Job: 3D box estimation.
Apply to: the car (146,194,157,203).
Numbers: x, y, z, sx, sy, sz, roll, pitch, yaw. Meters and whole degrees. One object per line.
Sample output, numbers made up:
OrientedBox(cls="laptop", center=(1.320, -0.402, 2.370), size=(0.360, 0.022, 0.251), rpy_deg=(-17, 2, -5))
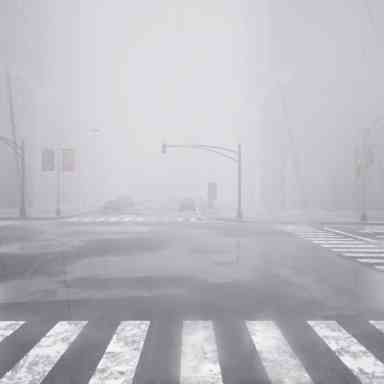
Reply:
OrientedBox(cls="car", center=(-9.261, 1.669, 71.459), size=(1.802, 1.307, 4.206), rpy_deg=(0, 0, 0))

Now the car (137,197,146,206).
OrientedBox(cls="car", center=(-9.174, 1.570, 55.011), size=(1.752, 1.417, 4.829), rpy_deg=(0, 0, 0))

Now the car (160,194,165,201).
OrientedBox(cls="car", center=(-9.376, 1.696, 93.162), size=(1.887, 1.381, 4.507), rpy_deg=(0, 0, 0))

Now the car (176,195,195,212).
OrientedBox(cls="car", center=(-0.564, 1.448, 38.946), size=(1.967, 1.590, 4.097), rpy_deg=(0, 0, 0))

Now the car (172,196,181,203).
OrientedBox(cls="car", center=(-3.518, 1.651, 75.798), size=(1.994, 1.385, 4.181), rpy_deg=(0, 0, 0))

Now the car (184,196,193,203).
OrientedBox(cls="car", center=(-0.737, 1.612, 71.665), size=(1.752, 1.417, 4.829), rpy_deg=(0, 0, 0))

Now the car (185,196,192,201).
OrientedBox(cls="car", center=(-0.852, 1.696, 93.195), size=(1.887, 1.381, 4.507), rpy_deg=(0, 0, 0))

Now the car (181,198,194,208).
OrientedBox(cls="car", center=(-0.621, 1.614, 49.795), size=(1.802, 1.307, 4.206), rpy_deg=(0, 0, 0))

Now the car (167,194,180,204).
OrientedBox(cls="car", center=(-3.366, 1.576, 65.713), size=(1.837, 1.490, 4.892), rpy_deg=(0, 0, 0))

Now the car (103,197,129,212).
OrientedBox(cls="car", center=(-9.088, 1.574, 38.903), size=(1.947, 1.339, 4.313), rpy_deg=(0, 0, 0))

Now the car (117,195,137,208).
OrientedBox(cls="car", center=(-9.118, 1.335, 44.329), size=(2.192, 1.841, 5.009), rpy_deg=(0, 0, 0))

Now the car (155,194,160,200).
OrientedBox(cls="car", center=(-9.291, 1.417, 76.885), size=(2.192, 1.841, 5.009), rpy_deg=(0, 0, 0))

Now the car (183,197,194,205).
OrientedBox(cls="car", center=(-0.679, 1.603, 60.645), size=(1.887, 1.381, 4.507), rpy_deg=(0, 0, 0))
